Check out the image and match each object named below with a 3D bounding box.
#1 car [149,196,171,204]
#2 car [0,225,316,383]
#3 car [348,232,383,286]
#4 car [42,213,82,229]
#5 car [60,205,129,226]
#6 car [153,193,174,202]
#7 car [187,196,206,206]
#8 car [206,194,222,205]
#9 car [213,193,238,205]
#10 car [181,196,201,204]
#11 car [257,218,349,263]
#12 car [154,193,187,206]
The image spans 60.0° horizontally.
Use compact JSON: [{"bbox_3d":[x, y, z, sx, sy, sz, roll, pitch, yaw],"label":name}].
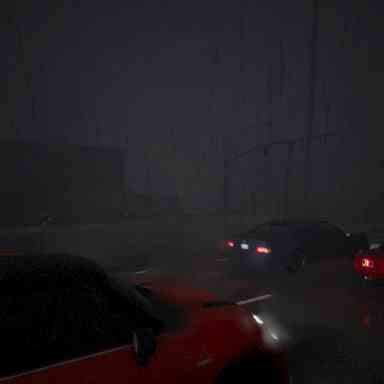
[{"bbox_3d":[-6.183,1.505,63.707,1.837,1.490,4.892,0,0,-36],"label":"car"},{"bbox_3d":[-1.252,1.352,2.854,4.553,1.767,2.097,0,0,-35],"label":"car"},{"bbox_3d":[6.079,1.601,8.122,4.718,1.301,1.895,0,0,-35],"label":"car"},{"bbox_3d":[-4.310,1.352,4.972,4.553,1.767,2.097,0,0,-35],"label":"car"},{"bbox_3d":[-6.854,1.547,21.826,5.357,1.411,2.033,0,0,-36],"label":"car"},{"bbox_3d":[-6.500,1.225,76.123,2.150,2.045,5.566,0,0,-36],"label":"car"},{"bbox_3d":[-0.596,1.547,55.968,2.033,1.411,5.357,0,0,-36],"label":"car"},{"bbox_3d":[2.404,1.547,57.797,2.033,1.411,5.357,0,0,-36],"label":"car"},{"bbox_3d":[5.659,1.222,59.287,2.150,2.045,5.566,0,0,-36],"label":"car"},{"bbox_3d":[-0.220,1.564,67.440,1.994,1.385,4.181,0,0,-37],"label":"car"},{"bbox_3d":[3.507,1.547,10.593,5.357,1.411,2.033,0,0,-35],"label":"car"},{"bbox_3d":[-3.628,1.221,54.183,2.150,2.045,5.566,0,0,-35],"label":"car"}]
